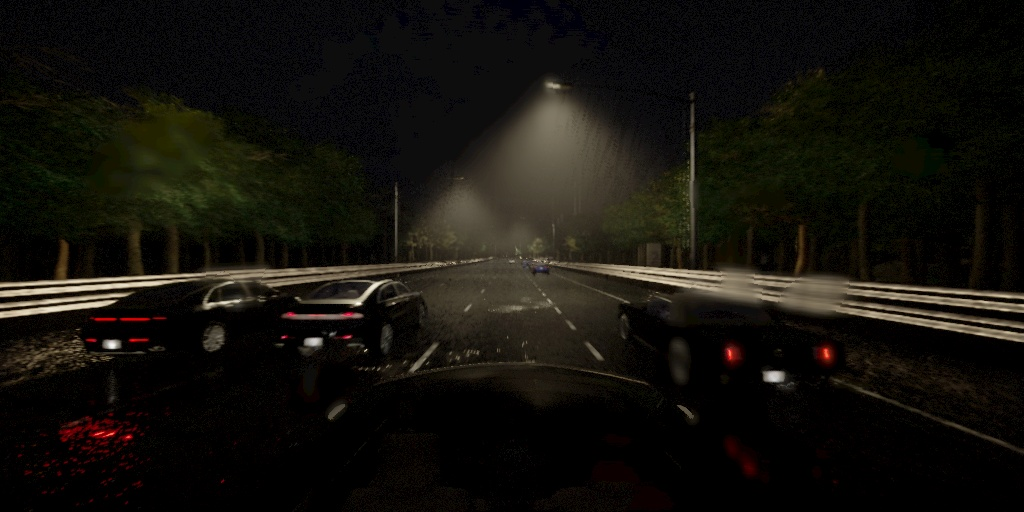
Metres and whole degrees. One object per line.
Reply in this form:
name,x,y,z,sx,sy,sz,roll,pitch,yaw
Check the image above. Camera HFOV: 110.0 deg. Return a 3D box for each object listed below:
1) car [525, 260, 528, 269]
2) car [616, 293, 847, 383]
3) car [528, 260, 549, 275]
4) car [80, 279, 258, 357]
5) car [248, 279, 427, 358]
car,3.481,1.671,55.573,1.895,1.301,4.718,0,0,0
car,3.597,1.381,7.134,1.895,1.301,4.718,0,0,0
car,3.484,1.516,44.574,2.163,1.488,4.792,0,0,0
car,-6.904,1.293,8.617,1.837,1.490,4.892,0,0,0
car,-3.404,1.280,8.586,2.128,1.511,4.902,0,0,0
